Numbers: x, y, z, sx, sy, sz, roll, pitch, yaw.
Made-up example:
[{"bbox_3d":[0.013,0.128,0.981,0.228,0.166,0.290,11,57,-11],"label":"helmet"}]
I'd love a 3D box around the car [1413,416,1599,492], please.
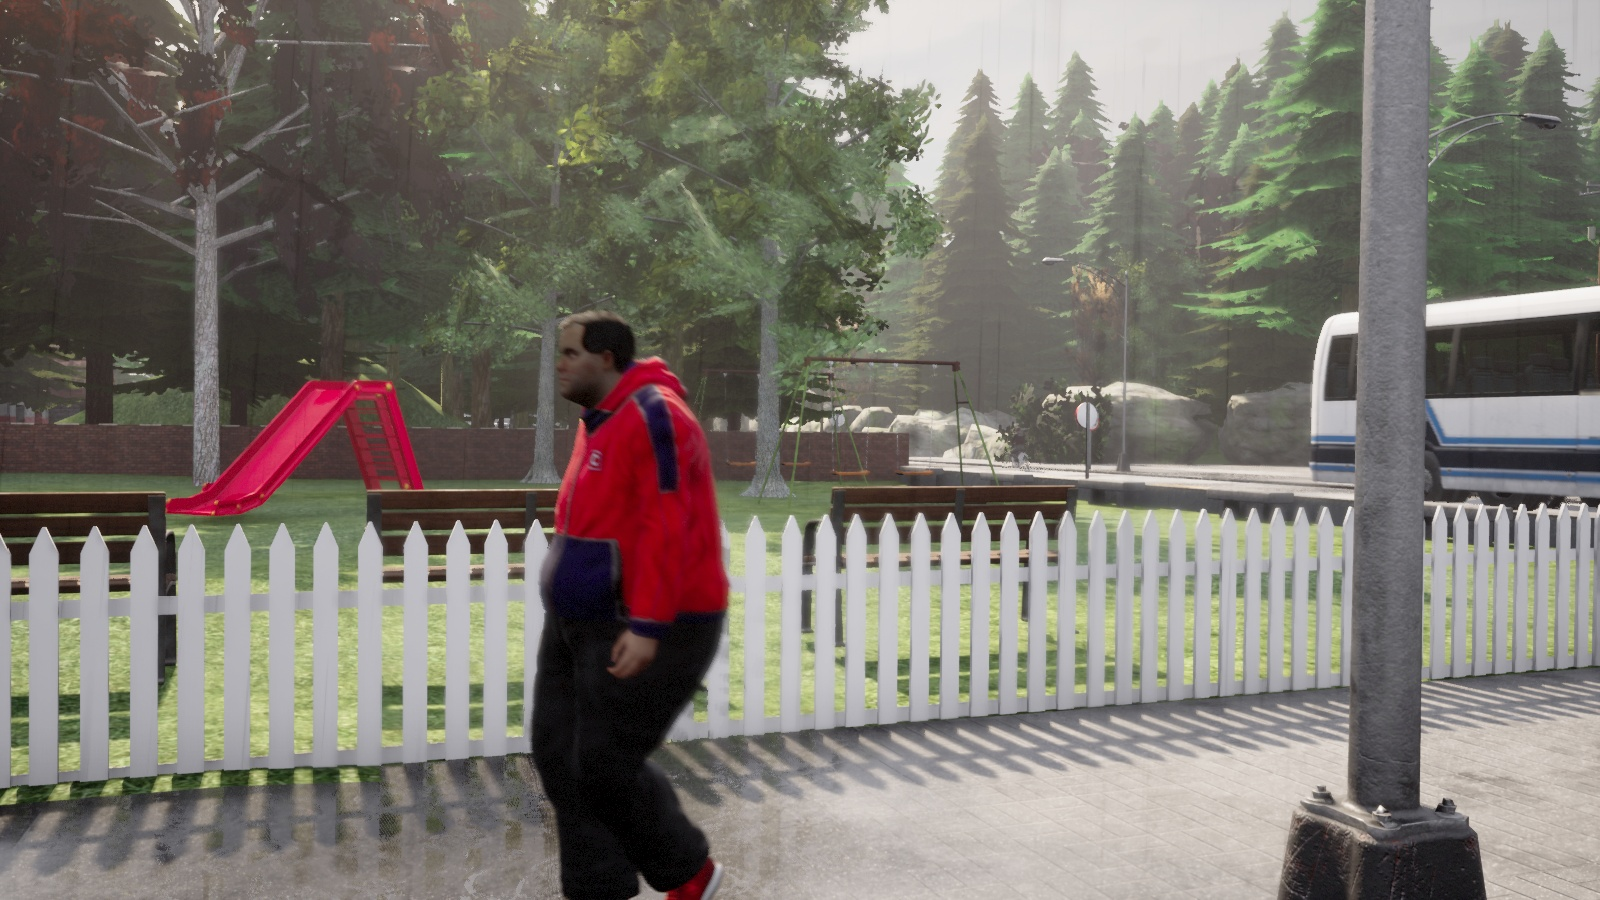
[{"bbox_3d":[16.405,0.049,28.864,1.851,1.617,3.988,-1,1,-21],"label":"car"}]

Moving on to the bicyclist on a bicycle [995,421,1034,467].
[{"bbox_3d":[8.465,-0.230,49.629,0.659,1.776,1.843,-1,1,-21],"label":"bicyclist on a bicycle"}]

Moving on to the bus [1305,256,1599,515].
[{"bbox_3d":[14.454,-1.104,22.708,3.944,4.253,10.273,-1,1,-21],"label":"bus"}]

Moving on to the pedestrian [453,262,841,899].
[{"bbox_3d":[-0.441,0.454,3.560,0.899,1.844,0.634,-1,1,-29],"label":"pedestrian"}]
